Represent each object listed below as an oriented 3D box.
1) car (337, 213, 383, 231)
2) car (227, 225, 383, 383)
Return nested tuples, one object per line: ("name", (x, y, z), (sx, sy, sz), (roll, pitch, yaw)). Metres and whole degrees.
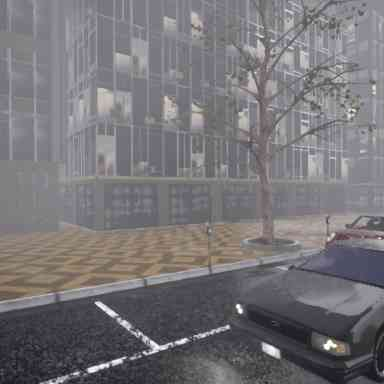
("car", (6.198, 1.439, 10.990), (4.097, 1.590, 1.967), (0, 0, -36))
("car", (3.130, 1.547, 5.613), (5.357, 1.411, 2.033), (0, 0, -36))
